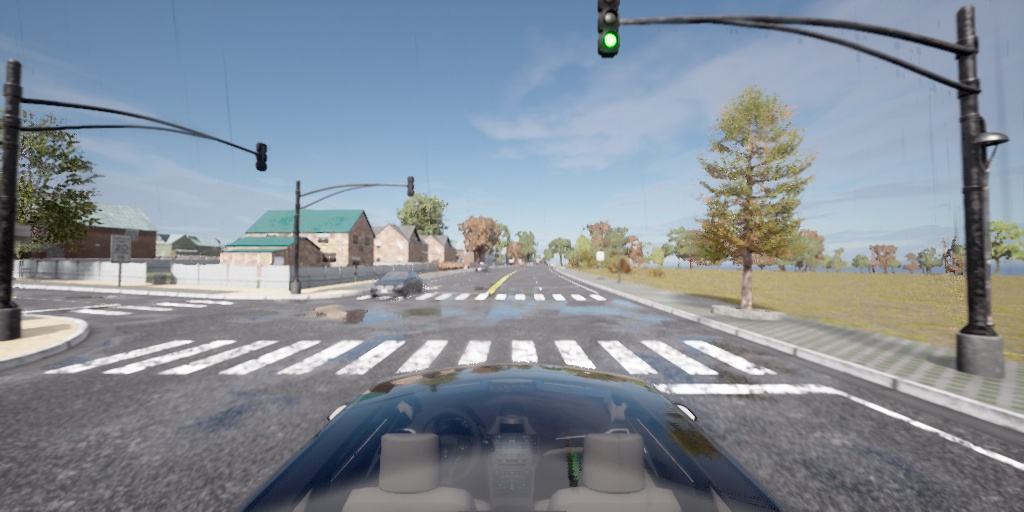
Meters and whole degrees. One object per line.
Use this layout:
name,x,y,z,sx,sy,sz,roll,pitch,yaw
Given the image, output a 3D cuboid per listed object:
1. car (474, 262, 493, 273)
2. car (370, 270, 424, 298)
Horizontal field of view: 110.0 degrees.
car,-4.739,1.910,56.885,2.128,1.511,4.902,0,-1,4
car,-6.273,1.502,20.085,1.812,1.442,4.674,0,-1,1
